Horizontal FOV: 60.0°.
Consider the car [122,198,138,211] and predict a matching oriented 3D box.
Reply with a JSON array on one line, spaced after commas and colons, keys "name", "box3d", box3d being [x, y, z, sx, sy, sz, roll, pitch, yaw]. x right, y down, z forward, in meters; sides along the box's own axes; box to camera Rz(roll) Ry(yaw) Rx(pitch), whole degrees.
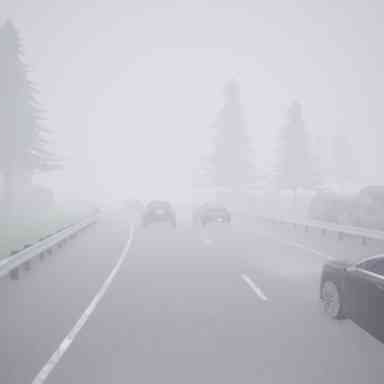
[{"name": "car", "box3d": [-7.138, 1.462, 39.724, 2.128, 1.511, 4.902, 0, 0, -19]}]

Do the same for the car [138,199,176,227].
[{"name": "car", "box3d": [-2.388, 1.329, 22.640, 2.097, 1.767, 4.553, 0, 0, -11]}]

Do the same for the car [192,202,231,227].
[{"name": "car", "box3d": [1.208, 1.456, 22.523, 2.128, 1.511, 4.902, 0, 0, -11]}]

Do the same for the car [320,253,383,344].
[{"name": "car", "box3d": [3.373, 1.473, 4.384, 2.128, 1.511, 4.902, 0, 0, -2]}]
